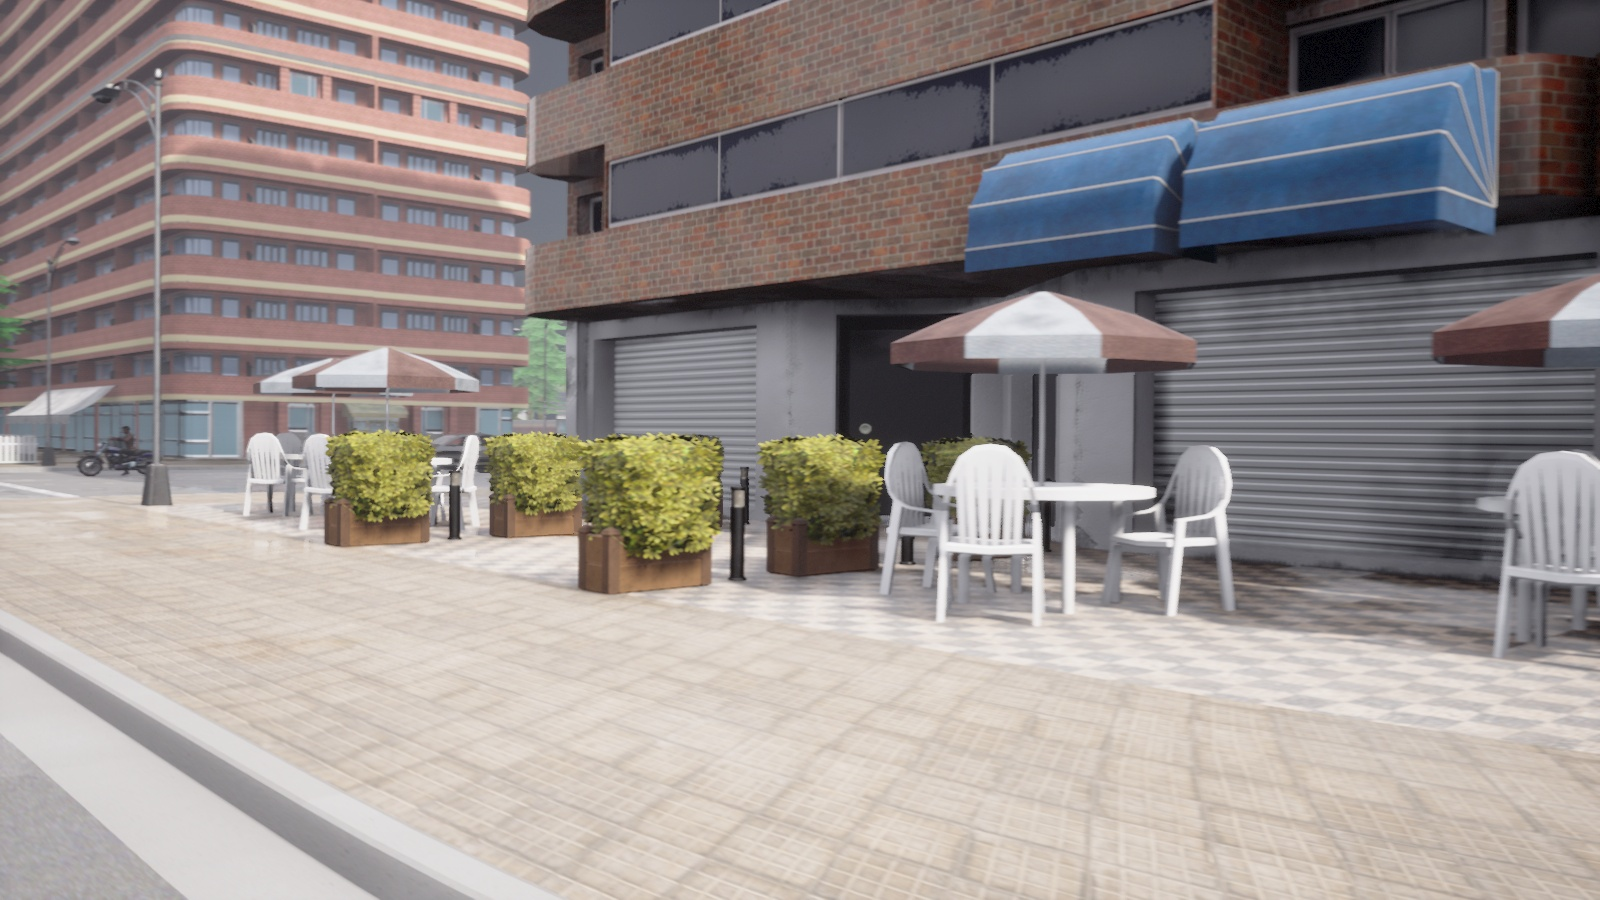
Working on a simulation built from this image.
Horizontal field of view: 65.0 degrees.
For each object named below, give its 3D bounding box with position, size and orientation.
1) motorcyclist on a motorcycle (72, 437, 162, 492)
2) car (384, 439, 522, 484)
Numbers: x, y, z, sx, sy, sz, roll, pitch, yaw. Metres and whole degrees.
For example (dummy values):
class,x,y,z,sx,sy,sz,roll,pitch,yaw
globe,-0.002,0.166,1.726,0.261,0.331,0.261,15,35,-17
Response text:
class,x,y,z,sx,sy,sz,roll,pitch,yaw
motorcyclist on a motorcycle,-21.494,0.426,39.535,2.350,1.649,0.766,-1,1,-42
car,-11.981,0.363,43.507,4.193,1.474,1.816,-1,1,-43
